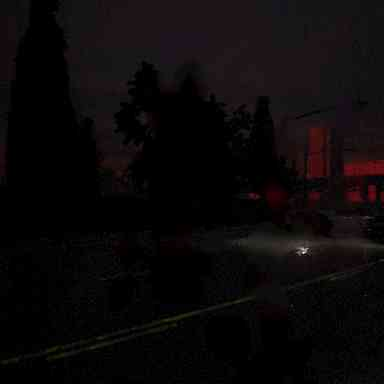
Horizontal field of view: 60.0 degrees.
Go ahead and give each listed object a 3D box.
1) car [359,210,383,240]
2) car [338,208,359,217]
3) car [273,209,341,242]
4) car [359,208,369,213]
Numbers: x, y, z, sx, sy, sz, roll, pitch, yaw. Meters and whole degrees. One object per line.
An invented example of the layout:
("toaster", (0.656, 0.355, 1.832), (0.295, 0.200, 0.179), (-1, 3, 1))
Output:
("car", (11.846, 2.049, 19.850), (1.882, 1.535, 5.008), (0, -2, 42))
("car", (25.501, 3.384, 55.556), (1.837, 1.490, 4.892), (1, -2, 5))
("car", (6.558, 1.906, 19.319), (1.882, 1.535, 5.008), (0, -2, 44))
("car", (29.148, 3.463, 56.697), (1.837, 1.490, 4.892), (1, -2, 4))
